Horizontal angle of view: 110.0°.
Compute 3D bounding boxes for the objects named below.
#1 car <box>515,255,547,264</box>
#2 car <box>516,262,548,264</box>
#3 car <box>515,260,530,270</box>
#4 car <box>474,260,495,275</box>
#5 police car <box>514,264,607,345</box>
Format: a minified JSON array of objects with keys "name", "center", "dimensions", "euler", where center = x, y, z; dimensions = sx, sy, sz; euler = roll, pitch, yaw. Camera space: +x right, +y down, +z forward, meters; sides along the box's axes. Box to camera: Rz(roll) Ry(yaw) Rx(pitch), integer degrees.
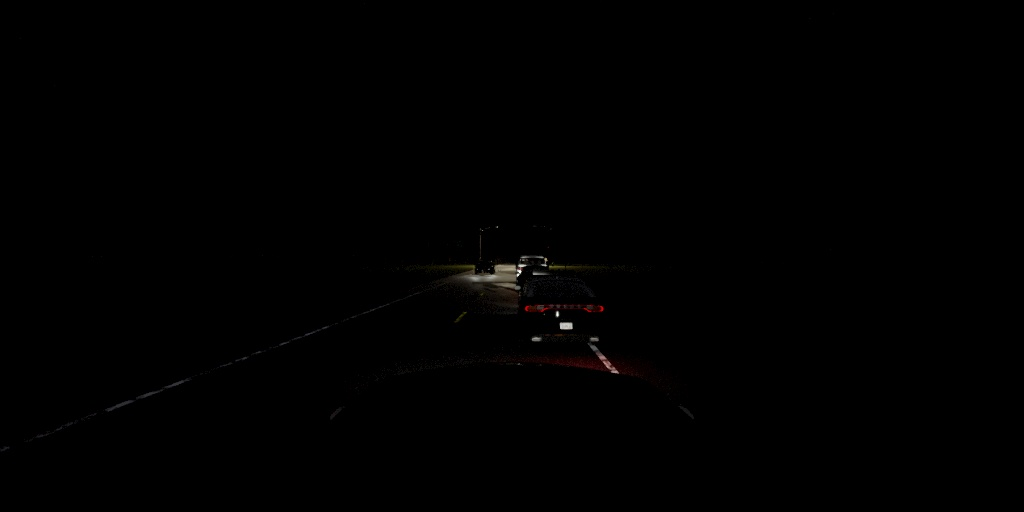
[{"name":"car","center":[1.391,0.968,25.521],"dimensions":[2.150,2.045,5.566],"euler":[0,0,2]},{"name":"car","center":[1.247,1.253,19.511],"dimensions":[1.837,1.490,4.892],"euler":[0,0,1]},{"name":"car","center":[1.550,1.281,52.783],"dimensions":[1.994,1.385,4.181],"euler":[0,0,4]},{"name":"car","center":[-2.822,1.239,38.075],"dimensions":[1.837,1.490,4.892],"euler":[0,0,2]},{"name":"police car","center":[1.095,1.175,9.651],"dimensions":[1.930,1.638,5.238],"euler":[0,0,1]}]
